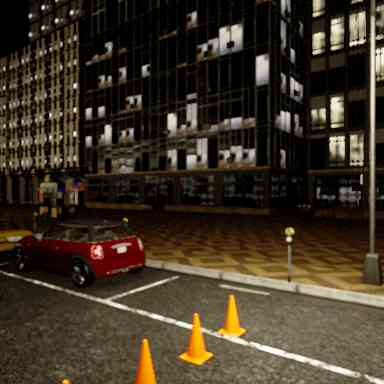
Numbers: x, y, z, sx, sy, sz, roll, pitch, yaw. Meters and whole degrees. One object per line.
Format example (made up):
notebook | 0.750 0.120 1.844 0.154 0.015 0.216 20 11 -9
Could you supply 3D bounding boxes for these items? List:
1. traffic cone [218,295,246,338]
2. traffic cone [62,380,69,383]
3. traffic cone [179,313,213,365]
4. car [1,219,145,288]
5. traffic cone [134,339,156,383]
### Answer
traffic cone | 0.641 1.966 5.372 0.340 0.580 0.340 0 0 36
traffic cone | -1.120 1.964 2.943 0.340 0.580 0.340 0 0 36
traffic cone | 0.053 1.965 4.562 0.340 0.580 0.340 0 0 36
car | -3.317 1.469 9.426 4.097 1.590 1.967 0 0 36
traffic cone | -0.533 1.965 3.753 0.340 0.580 0.340 0 0 36
